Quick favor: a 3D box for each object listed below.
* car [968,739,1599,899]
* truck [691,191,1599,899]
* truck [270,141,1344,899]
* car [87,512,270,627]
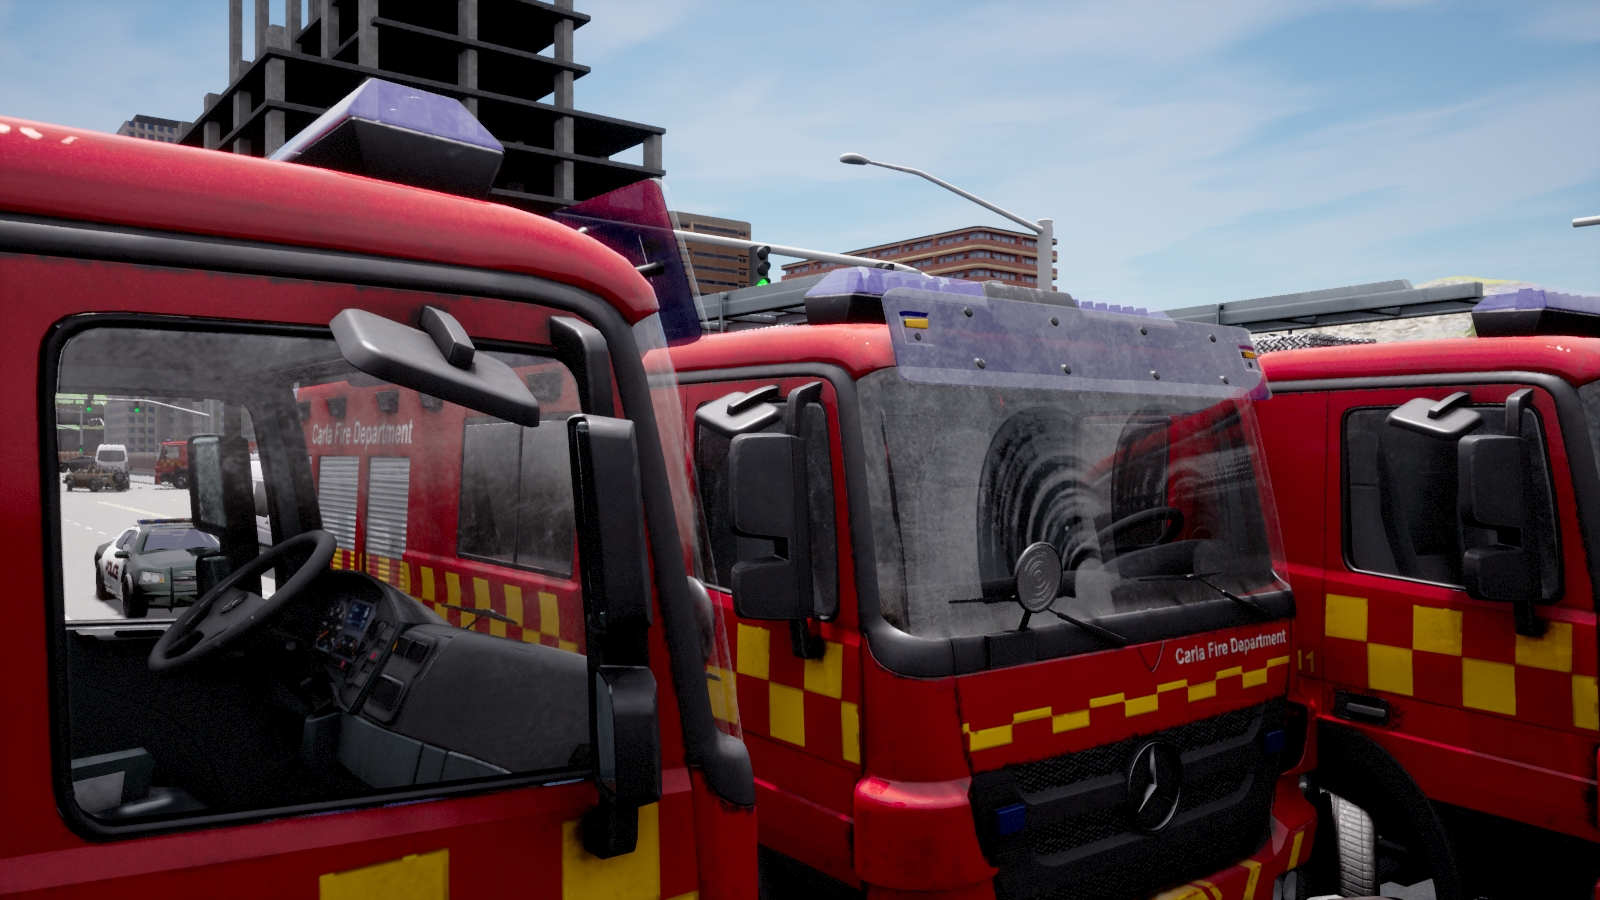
[{"bbox_3d":[2.437,2.065,3.109,1.970,1.475,3.806,0,0,-30],"label":"car"},{"bbox_3d":[2.348,0.890,8.605,2.891,3.827,8.468,0,0,-31],"label":"truck"},{"bbox_3d":[-1.099,0.890,8.003,2.891,3.827,8.468,0,0,-38],"label":"truck"},{"bbox_3d":[-11.386,2.037,20.746,2.038,1.542,4.974,0,0,-39],"label":"car"}]
